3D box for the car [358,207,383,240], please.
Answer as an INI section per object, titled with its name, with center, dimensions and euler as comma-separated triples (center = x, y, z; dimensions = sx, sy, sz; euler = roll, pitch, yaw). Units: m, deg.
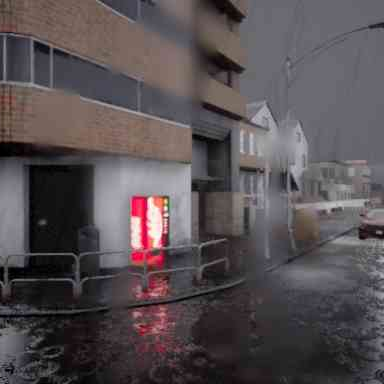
[car]
center = 9.571, 1.480, 16.461
dimensions = 1.882, 1.535, 5.008
euler = 0, 0, 36
